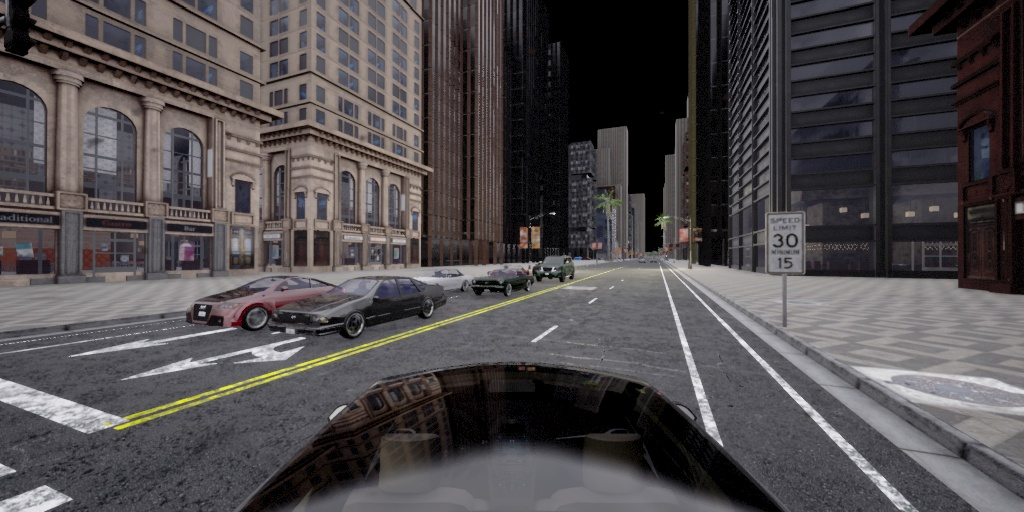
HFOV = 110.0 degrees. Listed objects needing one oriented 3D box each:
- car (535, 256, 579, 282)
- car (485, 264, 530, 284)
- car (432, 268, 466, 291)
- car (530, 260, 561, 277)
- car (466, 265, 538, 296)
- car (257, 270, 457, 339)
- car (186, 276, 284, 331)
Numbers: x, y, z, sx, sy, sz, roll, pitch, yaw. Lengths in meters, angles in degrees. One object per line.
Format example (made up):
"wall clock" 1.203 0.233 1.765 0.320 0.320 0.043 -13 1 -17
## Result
"car" 3.637 0.986 29.324 2.150 2.045 5.566 0 0 22
"car" -0.224 1.363 28.459 1.895 1.301 4.718 0 0 22
"car" -3.967 1.356 19.227 1.895 1.301 4.718 0 0 22
"car" 3.645 1.250 37.903 1.882 1.535 5.008 0 0 23
"car" -0.384 1.357 19.412 1.895 1.301 4.718 0 0 22
"car" -3.986 1.299 10.525 2.033 1.411 5.357 0 0 22
"car" -7.254 1.315 11.106 1.994 1.385 4.181 0 0 22
